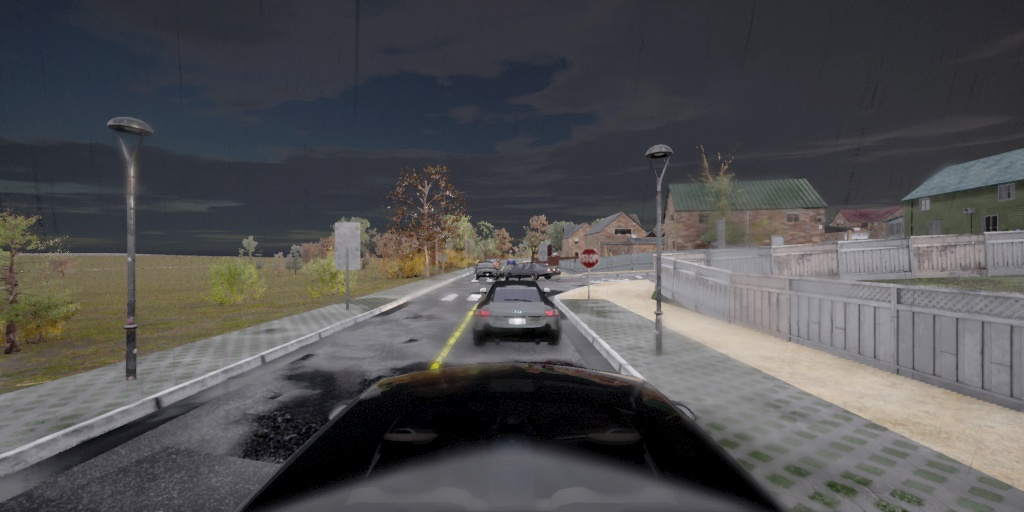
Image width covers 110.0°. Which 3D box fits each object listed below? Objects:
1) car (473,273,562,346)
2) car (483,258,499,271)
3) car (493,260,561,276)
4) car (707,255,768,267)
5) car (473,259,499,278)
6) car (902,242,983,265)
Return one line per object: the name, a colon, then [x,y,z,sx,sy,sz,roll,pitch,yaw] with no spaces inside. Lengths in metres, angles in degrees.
car: [0.086,1.313,9.381,1.994,1.385,4.181,0,0,-1]
car: [-2.949,1.121,51.119,2.097,1.767,4.553,0,0,1]
car: [1.282,1.198,28.398,5.357,1.411,2.033,-4,-3,43]
car: [14.344,0.413,22.801,4.181,1.385,1.994,-3,0,16]
car: [-2.312,1.258,31.302,1.837,1.490,4.892,0,0,-8]
car: [23.850,-0.208,20.399,4.902,1.511,2.128,-3,0,14]
